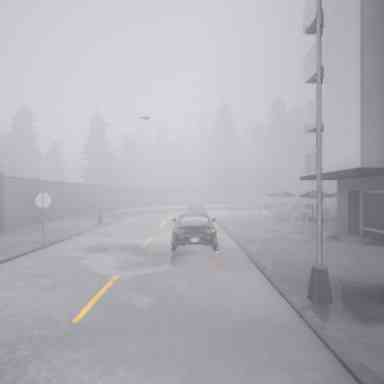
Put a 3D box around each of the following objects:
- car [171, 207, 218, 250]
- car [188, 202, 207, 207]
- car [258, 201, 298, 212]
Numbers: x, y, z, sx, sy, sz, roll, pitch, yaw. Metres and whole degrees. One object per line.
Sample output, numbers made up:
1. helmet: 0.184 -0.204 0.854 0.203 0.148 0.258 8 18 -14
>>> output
1. car: 0.097 1.609 14.630 1.812 1.442 4.674 0 0 0
2. car: 0.587 1.733 32.701 2.033 1.411 5.357 0 0 9
3. car: 10.858 1.841 42.431 4.718 1.301 1.895 0 0 -1
